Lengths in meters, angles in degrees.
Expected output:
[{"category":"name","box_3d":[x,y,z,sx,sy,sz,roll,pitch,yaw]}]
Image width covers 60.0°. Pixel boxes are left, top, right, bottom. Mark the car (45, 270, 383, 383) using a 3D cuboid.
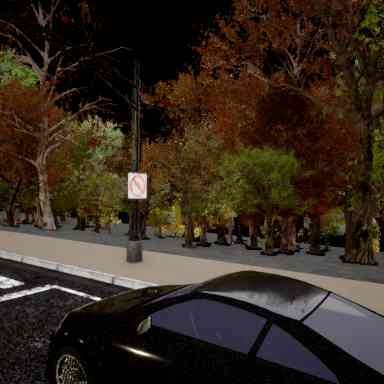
[{"category":"car","box_3d":[0.374,1.564,3.420,4.181,1.385,1.994,0,0,36]}]
